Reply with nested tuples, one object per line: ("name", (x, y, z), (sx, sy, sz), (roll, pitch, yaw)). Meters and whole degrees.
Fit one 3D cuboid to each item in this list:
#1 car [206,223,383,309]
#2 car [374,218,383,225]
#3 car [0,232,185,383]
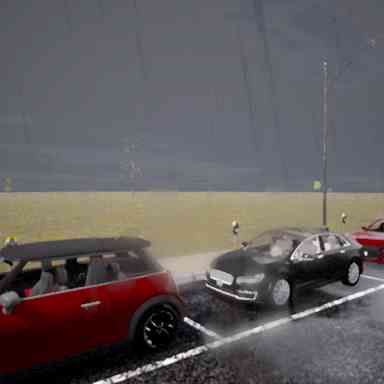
("car", (2.317, 1.541, 7.749), (4.403, 1.369, 2.008), (0, 1, -36))
("car", (6.821, 1.527, 10.969), (4.507, 1.381, 1.887), (0, 1, -36))
("car", (-2.186, 1.439, 4.528), (4.097, 1.590, 1.967), (0, 1, -36))
